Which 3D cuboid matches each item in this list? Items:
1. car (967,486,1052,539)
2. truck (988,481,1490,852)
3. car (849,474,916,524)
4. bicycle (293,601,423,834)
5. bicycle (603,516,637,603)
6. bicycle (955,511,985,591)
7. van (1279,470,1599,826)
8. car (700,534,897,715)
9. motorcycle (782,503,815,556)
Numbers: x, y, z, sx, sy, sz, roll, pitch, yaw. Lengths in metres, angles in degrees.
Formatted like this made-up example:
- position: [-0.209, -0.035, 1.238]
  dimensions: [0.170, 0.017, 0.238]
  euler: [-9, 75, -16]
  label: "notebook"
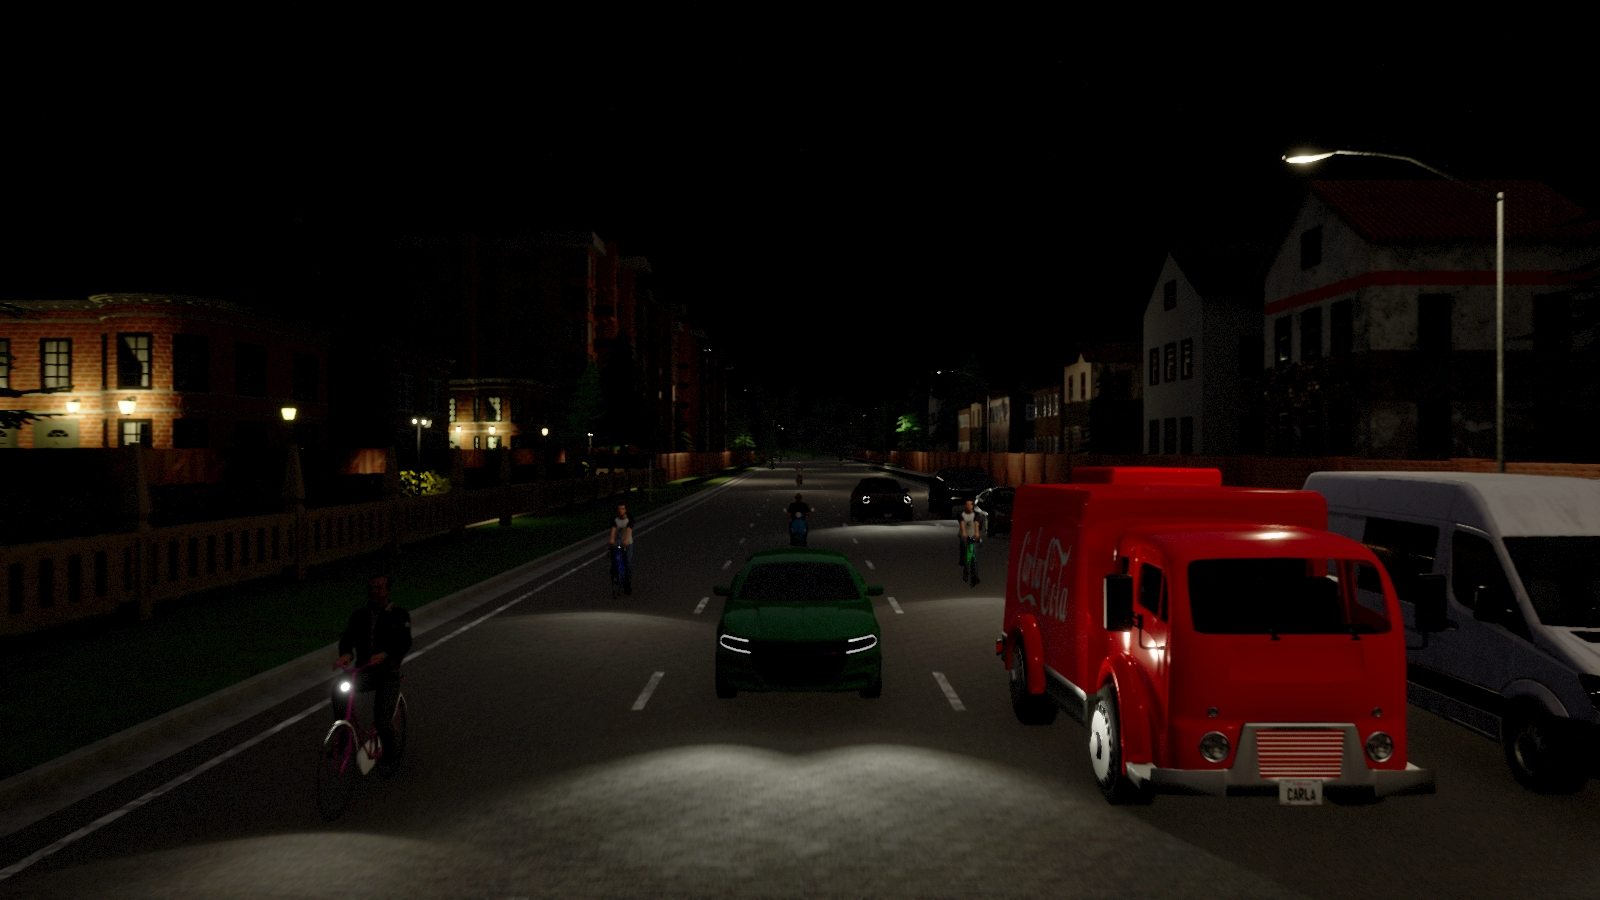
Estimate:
- position: [6.953, 2.047, 38.325]
  dimensions: [2.007, 1.525, 4.514]
  euler: [0, 0, 0]
  label: "car"
- position: [3.484, 1.575, 10.559]
  dimensions: [2.627, 2.467, 5.204]
  euler: [0, 0, 0]
  label: "truck"
- position: [3.238, 1.914, 45.735]
  dimensions: [2.097, 1.767, 4.553]
  euler: [0, 0, -3]
  label: "car"
- position: [-3.506, 2.061, 9.204]
  dimensions: [0.329, 1.471, 1.835]
  euler: [0, -1, 0]
  label: "bicycle"
- position: [-3.424, 2.060, 21.837]
  dimensions: [0.373, 1.496, 1.643]
  euler: [0, 0, 1]
  label: "bicycle"
- position: [3.517, 2.061, 23.715]
  dimensions: [0.373, 1.496, 1.643]
  euler: [0, 1, 0]
  label: "bicycle"
- position: [6.988, 1.536, 11.335]
  dimensions: [1.988, 2.561, 5.915]
  euler: [0, 0, 0]
  label: "van"
- position: [-0.019, 2.037, 14.612]
  dimensions: [2.097, 1.535, 5.006]
  euler: [0, 0, 0]
  label: "car"
- position: [-0.035, 2.148, 31.124]
  dimensions: [0.856, 1.316, 1.805]
  euler: [0, 0, 0]
  label: "motorcycle"
